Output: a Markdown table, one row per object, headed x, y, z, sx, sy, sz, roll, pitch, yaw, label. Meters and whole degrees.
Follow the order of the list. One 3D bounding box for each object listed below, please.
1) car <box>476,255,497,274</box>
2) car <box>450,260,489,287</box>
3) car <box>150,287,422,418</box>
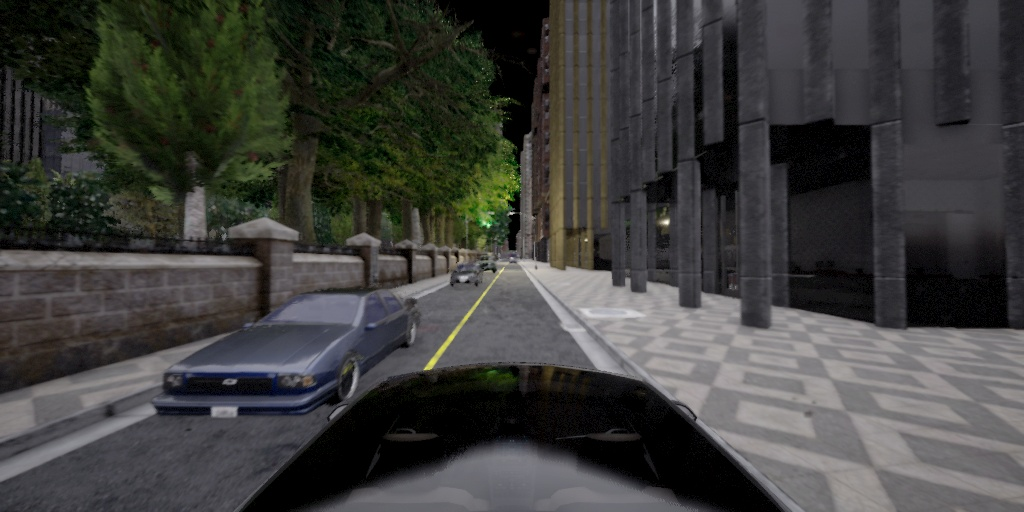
| x | y | z | sx | sy | sz | roll | pitch | yaw | label |
| --- | --- | --- | --- | --- | --- | --- | --- | --- | --- |
| -2.904 | 0.949 | 41.967 | 2.150 | 2.045 | 5.566 | 0 | 0 | 0 | car |
| -3.003 | 1.242 | 24.458 | 2.128 | 1.511 | 4.902 | 0 | 0 | 1 | car |
| -3.091 | 1.295 | 6.523 | 2.033 | 1.411 | 5.357 | 0 | 0 | 0 | car |
